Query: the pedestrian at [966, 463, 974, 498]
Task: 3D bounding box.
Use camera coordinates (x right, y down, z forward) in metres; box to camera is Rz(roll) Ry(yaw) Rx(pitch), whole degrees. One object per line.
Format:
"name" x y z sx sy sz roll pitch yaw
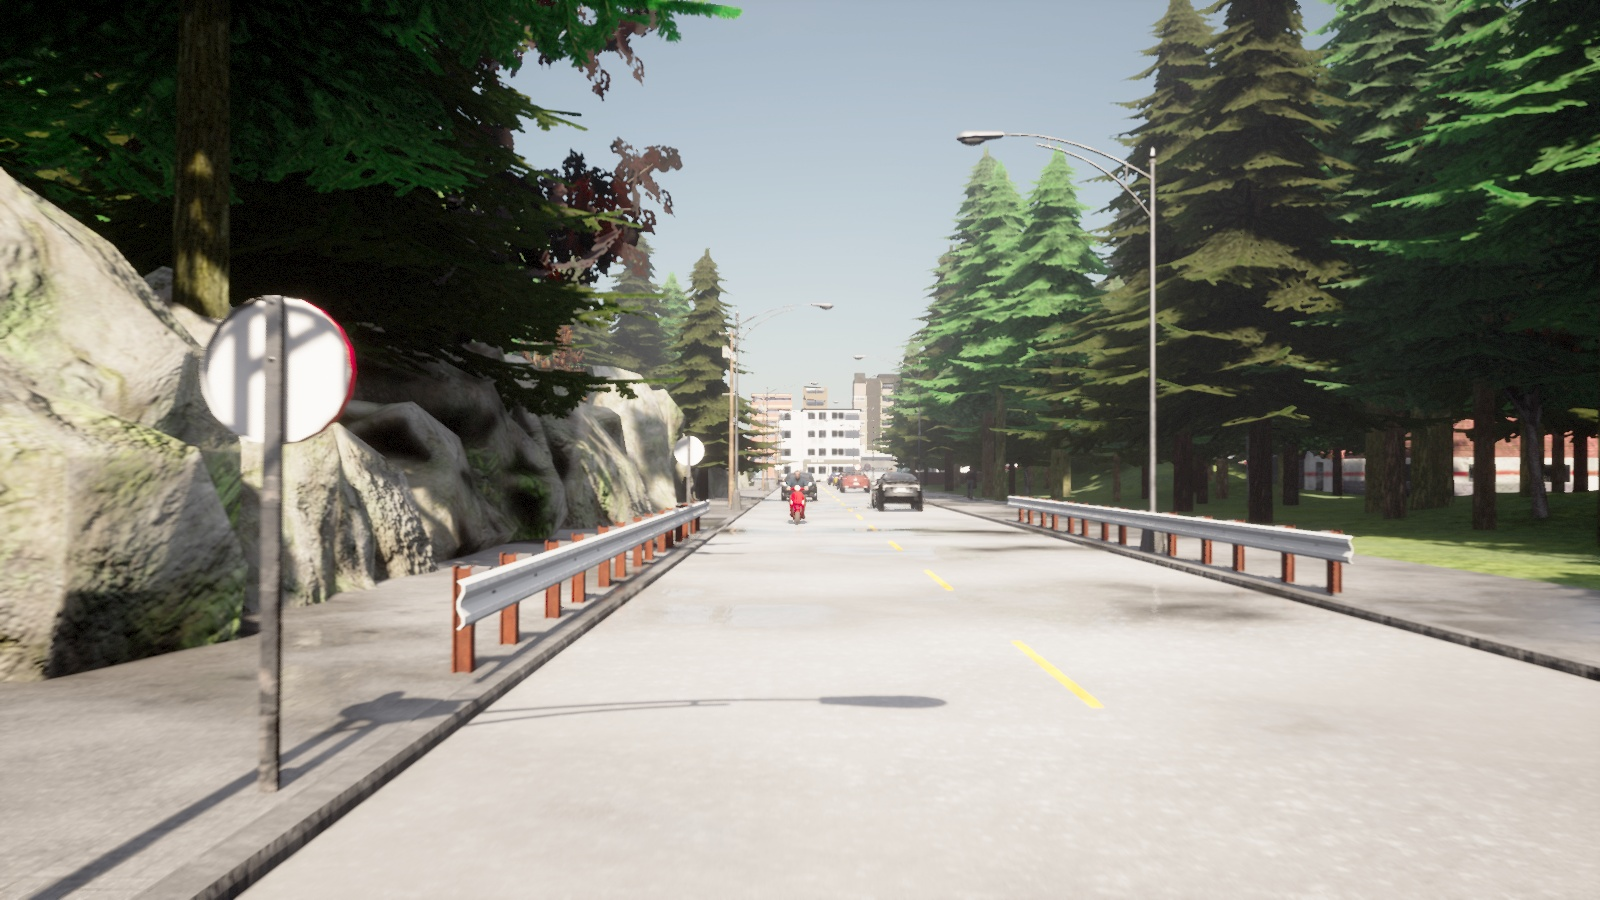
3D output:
"pedestrian" 9.104 1.613 67.218 0.376 1.854 0.720 0 -1 3

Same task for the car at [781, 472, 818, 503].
"car" -0.016 1.903 64.761 1.837 1.490 4.892 0 -1 0

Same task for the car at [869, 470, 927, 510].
"car" 3.958 1.602 51.200 2.007 1.525 4.514 0 -1 0

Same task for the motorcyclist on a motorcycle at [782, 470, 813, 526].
"motorcyclist on a motorcycle" -0.068 1.382 36.679 0.866 1.590 1.817 0 -1 0

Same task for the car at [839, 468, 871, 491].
"car" 4.034 2.127 92.631 2.152 1.651 5.027 0 -1 0
